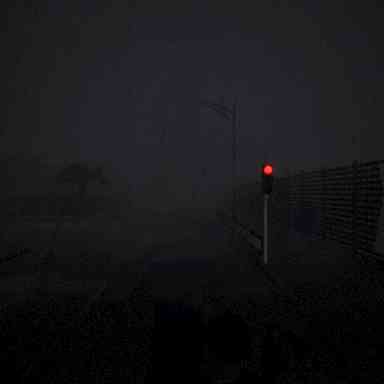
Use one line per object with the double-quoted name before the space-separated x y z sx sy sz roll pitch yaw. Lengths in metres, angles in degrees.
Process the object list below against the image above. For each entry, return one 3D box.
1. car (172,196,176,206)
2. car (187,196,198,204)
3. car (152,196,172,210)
"car" -4.012 1.478 53.496 1.882 1.535 5.008 0 0 0
"car" 0.094 1.505 63.222 1.837 1.490 4.892 0 0 0
"car" -4.034 1.564 43.424 1.994 1.385 4.181 0 0 0
